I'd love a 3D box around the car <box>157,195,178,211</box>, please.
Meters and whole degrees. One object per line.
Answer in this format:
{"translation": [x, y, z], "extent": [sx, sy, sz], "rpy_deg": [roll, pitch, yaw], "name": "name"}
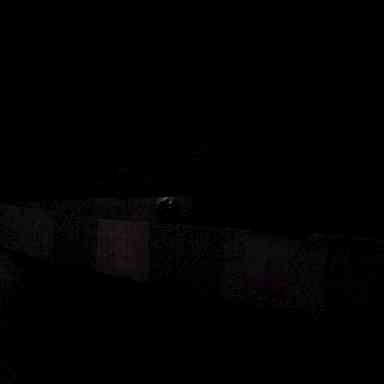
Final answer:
{"translation": [-1.657, 1.080, 35.367], "extent": [2.097, 1.767, 4.553], "rpy_deg": [-3, -1, 36], "name": "car"}
